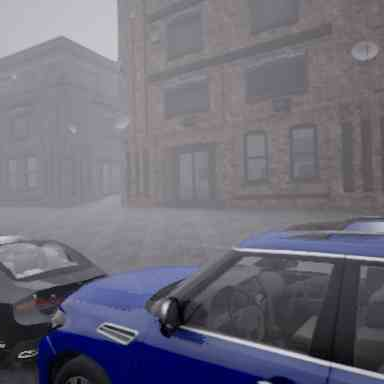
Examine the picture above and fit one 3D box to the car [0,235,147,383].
[{"bbox_3d":[-3.384,1.496,5.669,4.892,1.521,2.231,0,0,35],"label":"car"}]
